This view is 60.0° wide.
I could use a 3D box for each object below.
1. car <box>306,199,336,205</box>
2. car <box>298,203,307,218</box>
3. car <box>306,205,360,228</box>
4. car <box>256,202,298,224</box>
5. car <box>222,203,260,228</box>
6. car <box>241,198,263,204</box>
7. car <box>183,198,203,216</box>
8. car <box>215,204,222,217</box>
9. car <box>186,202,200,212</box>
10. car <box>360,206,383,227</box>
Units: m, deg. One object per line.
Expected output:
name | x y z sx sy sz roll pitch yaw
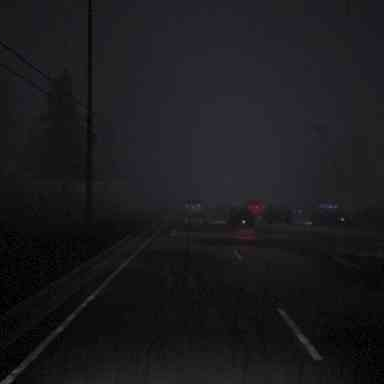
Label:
car | 14.112 1.732 36.844 2.150 2.045 5.566 0 0 0
car | 10.607 2.057 36.945 2.033 1.411 5.357 0 -1 0
car | 10.612 1.916 25.463 1.994 1.385 4.181 0 -1 0
car | 7.117 1.871 28.468 1.882 1.535 5.008 0 -1 0
car | 3.613 1.858 25.585 1.837 1.490 4.892 0 -1 0
car | 7.109 1.764 39.161 2.150 2.045 5.566 0 0 0
car | 0.122 1.774 39.871 2.150 2.045 5.566 0 -1 0
car | 3.610 2.070 37.833 2.033 1.411 5.357 0 -1 0
car | 0.129 2.275 51.512 1.994 1.385 4.181 0 -1 0
car | 14.114 1.844 25.537 2.128 1.511 4.902 0 -1 0
